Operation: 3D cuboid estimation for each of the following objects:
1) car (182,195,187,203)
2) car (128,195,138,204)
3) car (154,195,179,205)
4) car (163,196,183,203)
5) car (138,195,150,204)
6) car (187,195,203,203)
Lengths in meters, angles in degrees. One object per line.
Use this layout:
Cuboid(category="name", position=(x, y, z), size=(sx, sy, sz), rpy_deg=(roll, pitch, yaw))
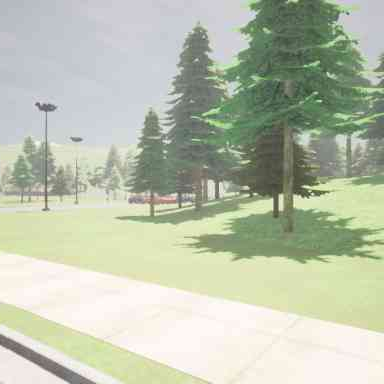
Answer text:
Cuboid(category="car", position=(-1.578, 1.346, 69.406), size=(2.097, 1.767, 4.553), rpy_deg=(0, 0, 36))
Cuboid(category="car", position=(-9.988, 1.346, 63.682), size=(2.097, 1.767, 4.553), rpy_deg=(0, 0, 37))
Cuboid(category="car", position=(-4.525, 1.347, 59.372), size=(2.097, 1.767, 4.553), rpy_deg=(0, 0, 37))
Cuboid(category="car", position=(-4.092, 1.548, 71.876), size=(1.994, 1.385, 4.181), rpy_deg=(0, 0, 36))
Cuboid(category="car", position=(-7.226, 1.346, 61.608), size=(2.097, 1.767, 4.553), rpy_deg=(0, 0, 37))
Cuboid(category="car", position=(1.509, 1.559, 67.696), size=(1.994, 1.385, 4.181), rpy_deg=(0, 0, 36))
